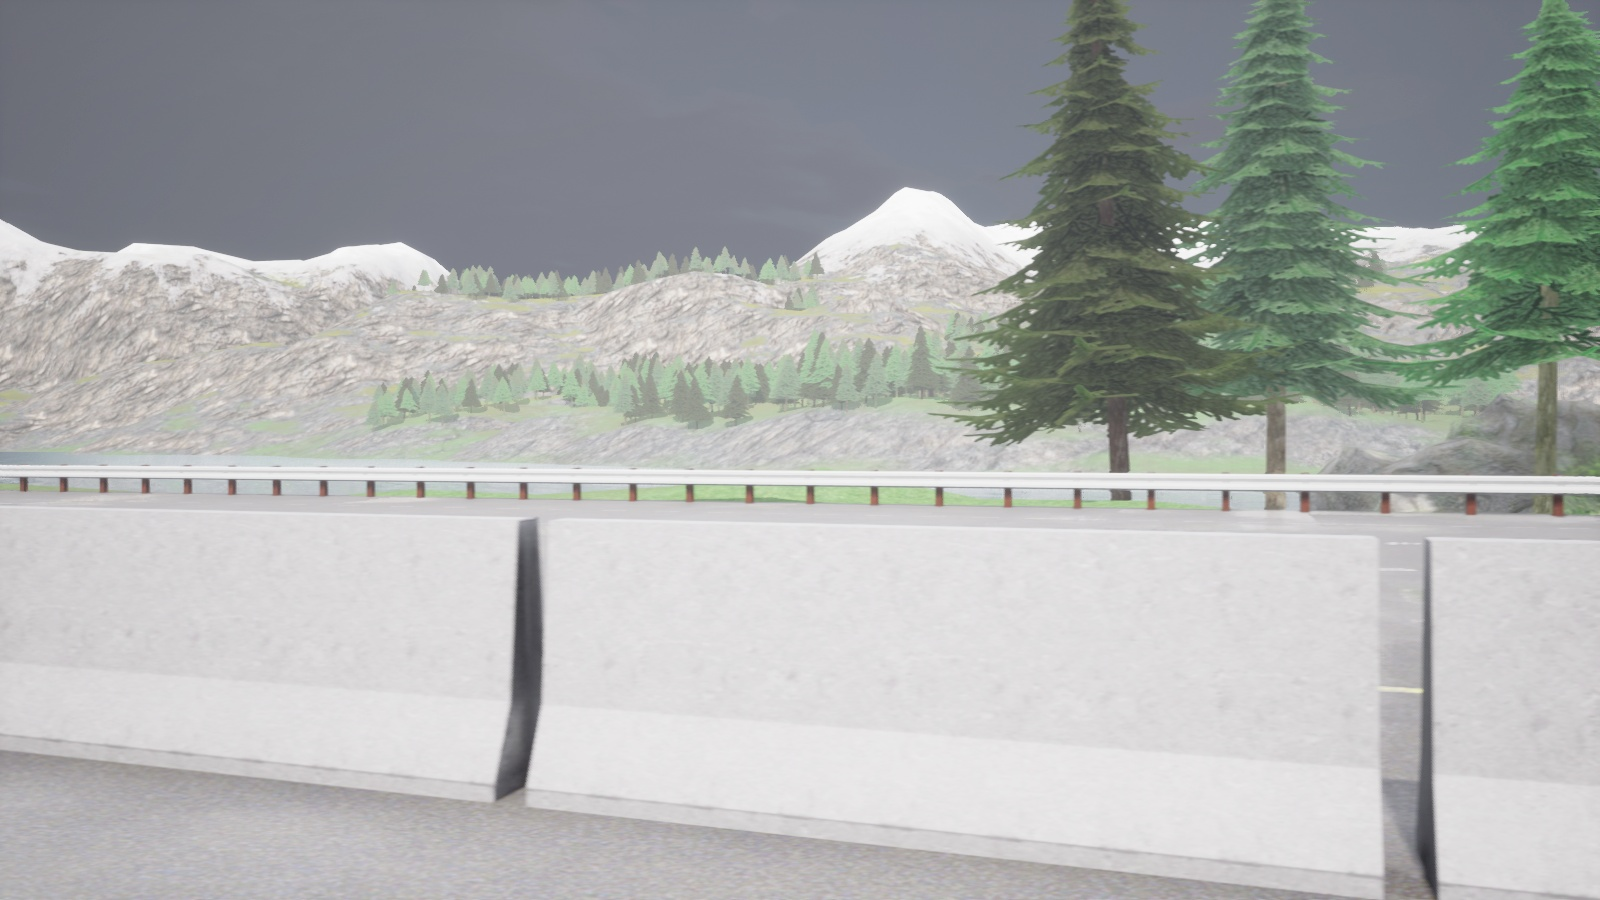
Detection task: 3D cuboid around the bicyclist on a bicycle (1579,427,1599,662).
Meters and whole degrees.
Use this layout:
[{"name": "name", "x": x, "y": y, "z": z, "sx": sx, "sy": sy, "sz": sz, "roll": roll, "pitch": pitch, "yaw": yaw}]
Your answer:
[{"name": "bicyclist on a bicycle", "x": 6.245, "y": 0.651, "z": 8.473, "sx": 1.509, "sy": 1.612, "sz": 0.866, "roll": 1, "pitch": 1, "yaw": 19}]
